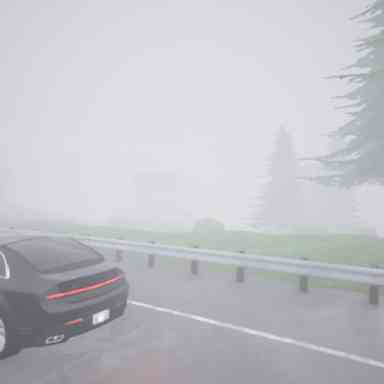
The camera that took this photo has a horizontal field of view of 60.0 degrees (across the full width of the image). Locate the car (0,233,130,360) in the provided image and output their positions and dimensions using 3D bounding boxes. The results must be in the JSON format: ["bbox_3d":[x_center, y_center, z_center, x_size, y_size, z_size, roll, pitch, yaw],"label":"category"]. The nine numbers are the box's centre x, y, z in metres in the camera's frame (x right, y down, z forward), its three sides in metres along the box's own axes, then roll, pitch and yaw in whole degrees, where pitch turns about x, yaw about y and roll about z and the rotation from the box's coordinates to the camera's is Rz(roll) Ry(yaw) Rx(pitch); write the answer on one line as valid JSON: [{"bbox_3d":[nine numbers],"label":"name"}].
[{"bbox_3d":[-3.322,1.503,5.956,4.892,1.490,1.837,0,0,32],"label":"car"}]
